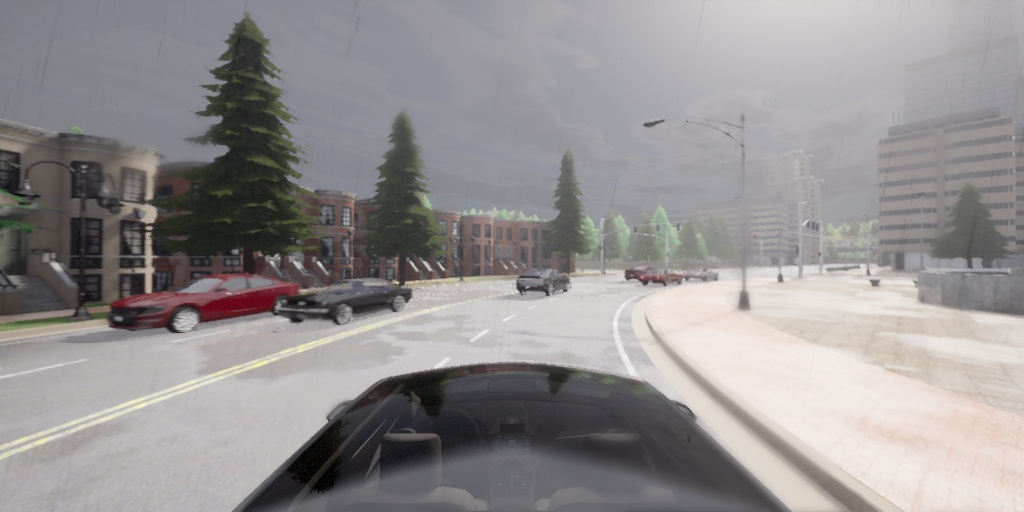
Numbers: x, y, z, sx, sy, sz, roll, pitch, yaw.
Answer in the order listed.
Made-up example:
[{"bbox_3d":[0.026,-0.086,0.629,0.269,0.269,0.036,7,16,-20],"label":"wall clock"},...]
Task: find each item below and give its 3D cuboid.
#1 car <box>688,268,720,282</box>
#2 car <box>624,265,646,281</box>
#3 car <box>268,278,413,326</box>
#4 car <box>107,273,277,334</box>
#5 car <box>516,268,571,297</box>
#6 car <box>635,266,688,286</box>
[{"bbox_3d":[18.572,1.786,35.143,4.718,1.301,1.895,1,-1,-41],"label":"car"},{"bbox_3d":[12.607,1.637,34.150,5.008,1.535,1.882,1,-1,-44],"label":"car"},{"bbox_3d":[-5.459,1.463,12.418,1.895,1.301,4.718,0,-1,15],"label":"car"},{"bbox_3d":[-9.213,1.319,11.350,1.882,1.535,5.008,0,-1,14],"label":"car"},{"bbox_3d":[1.958,1.472,21.042,2.128,1.511,4.902,0,-1,28],"label":"car"},{"bbox_3d":[12.028,1.695,28.720,1.895,1.301,4.718,-1,-1,44],"label":"car"}]
